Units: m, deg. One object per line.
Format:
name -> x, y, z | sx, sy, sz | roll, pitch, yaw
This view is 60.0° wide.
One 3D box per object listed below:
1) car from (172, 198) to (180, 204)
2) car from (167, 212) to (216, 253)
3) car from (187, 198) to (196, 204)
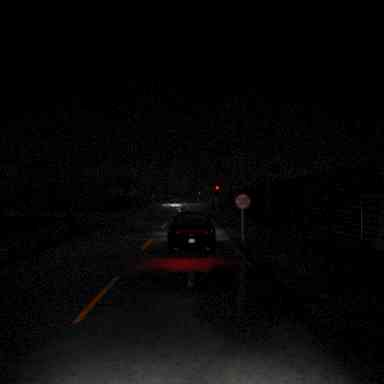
car -> -4.072, 2.342, 84.032 | 2.128, 1.511, 4.902 | 0, -1, 0
car -> -0.006, 1.619, 14.466 | 1.882, 1.535, 5.008 | 0, 0, 0
car -> -0.070, 2.137, 82.024 | 1.812, 1.442, 4.674 | 0, -1, 0
